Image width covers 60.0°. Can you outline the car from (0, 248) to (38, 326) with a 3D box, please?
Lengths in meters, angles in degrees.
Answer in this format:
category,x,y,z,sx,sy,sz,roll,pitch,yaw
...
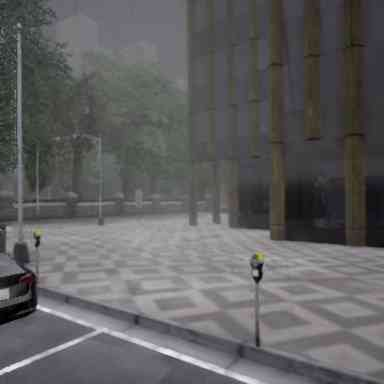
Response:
category,x,y,z,sx,sy,sz,roll,pitch,yaw
car,-4.645,1.640,6.279,4.313,1.339,1.947,-1,0,36

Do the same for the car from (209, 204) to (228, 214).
category,x,y,z,sx,sy,sz,roll,pitch,yaw
car,4.632,2.796,54.419,1.837,1.490,4.892,-1,-2,36
